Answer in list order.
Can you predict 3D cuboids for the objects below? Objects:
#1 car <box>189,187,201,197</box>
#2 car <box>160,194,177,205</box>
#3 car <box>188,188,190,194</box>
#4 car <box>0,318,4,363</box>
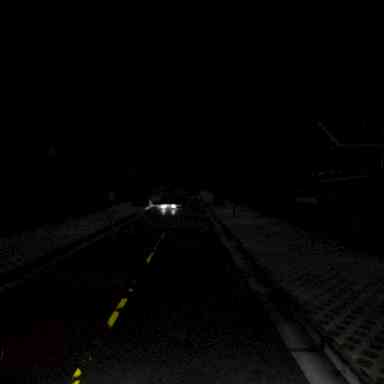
[{"bbox_3d":[0.833,0.216,70.893,1.812,1.442,4.674,0,1,0],"label":"car"},{"bbox_3d":[-2.919,0.907,42.846,1.994,1.385,4.181,0,1,0],"label":"car"},{"bbox_3d":[-0.162,-0.291,88.811,2.033,1.411,5.357,0,1,0],"label":"car"},{"bbox_3d":[-2.854,1.487,1.445,2.128,1.511,4.902,0,0,0],"label":"car"}]
